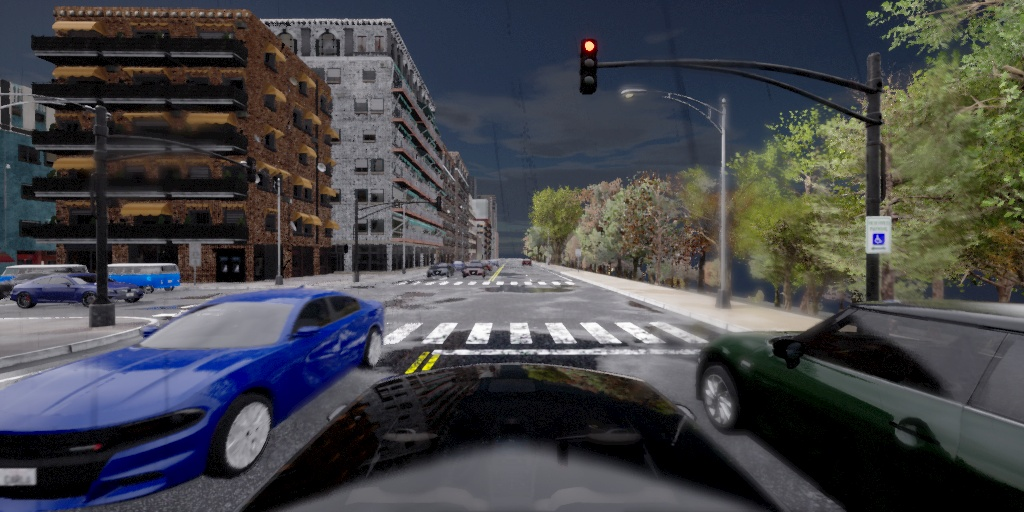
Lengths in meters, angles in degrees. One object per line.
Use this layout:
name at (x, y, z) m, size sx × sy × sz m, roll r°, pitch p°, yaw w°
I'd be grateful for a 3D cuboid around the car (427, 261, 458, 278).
car at (-6.703, 1.317, 34.056) m, size 1.994 × 1.385 × 4.181 m, roll 0°, pitch 0°, yaw 0°

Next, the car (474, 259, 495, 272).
car at (-3.487, 1.358, 45.139) m, size 1.895 × 1.301 × 4.718 m, roll 0°, pitch 0°, yaw 0°

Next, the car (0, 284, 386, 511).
car at (-3.361, 1.227, 4.930) m, size 1.882 × 1.535 × 5.008 m, roll 0°, pitch 0°, yaw 0°

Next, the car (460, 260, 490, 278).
car at (-3.452, 1.317, 34.034) m, size 1.994 × 1.385 × 4.181 m, roll 0°, pitch 0°, yaw 0°

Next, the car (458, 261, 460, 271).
car at (-6.733, 1.283, 44.014) m, size 1.812 × 1.442 × 4.674 m, roll 0°, pitch 0°, yaw 0°

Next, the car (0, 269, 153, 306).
car at (-19.573, 1.517, 16.199) m, size 4.674 × 1.442 × 1.812 m, roll -1°, pitch 0°, yaw 0°

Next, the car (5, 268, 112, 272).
car at (-25.039, 1.557, 19.271) m, size 4.892 × 1.490 × 1.837 m, roll 0°, pitch 0°, yaw 0°

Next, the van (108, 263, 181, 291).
van at (-22.783, 1.351, 21.946) m, size 3.998 × 1.789 × 1.690 m, roll 0°, pitch 0°, yaw -1°

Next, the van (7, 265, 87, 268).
van at (-28.384, 1.425, 21.851) m, size 3.998 × 1.789 × 1.690 m, roll 0°, pitch 0°, yaw -1°

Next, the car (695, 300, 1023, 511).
car at (3.347, 1.102, 2.651) m, size 2.097 × 1.767 × 4.553 m, roll 0°, pitch 0°, yaw 0°
